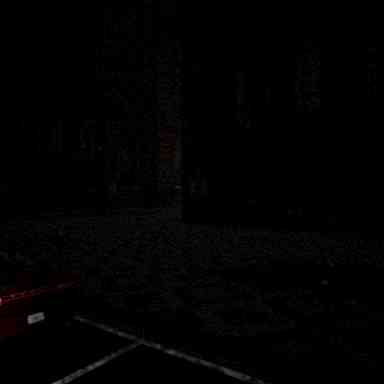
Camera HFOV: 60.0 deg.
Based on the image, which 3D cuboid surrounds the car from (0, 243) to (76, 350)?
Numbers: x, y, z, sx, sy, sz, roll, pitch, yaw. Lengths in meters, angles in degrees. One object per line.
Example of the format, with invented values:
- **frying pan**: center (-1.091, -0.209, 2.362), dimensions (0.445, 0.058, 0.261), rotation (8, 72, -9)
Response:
- **car**: center (-3.908, 1.562, 5.770), dimensions (4.507, 1.381, 1.887), rotation (0, 0, 35)
